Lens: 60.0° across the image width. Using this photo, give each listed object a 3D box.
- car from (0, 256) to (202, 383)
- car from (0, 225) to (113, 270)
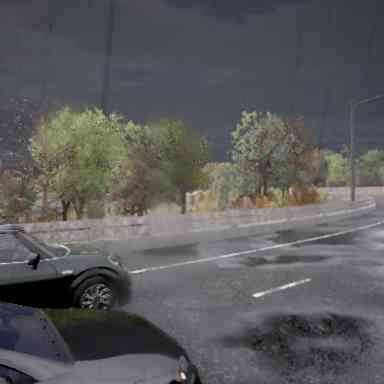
[{"bbox_3d":[-1.950,1.566,2.464,4.181,1.385,1.994,0,0,-34],"label":"car"},{"bbox_3d":[-3.378,1.349,5.744,4.553,1.767,2.097,0,0,-35],"label":"car"}]
